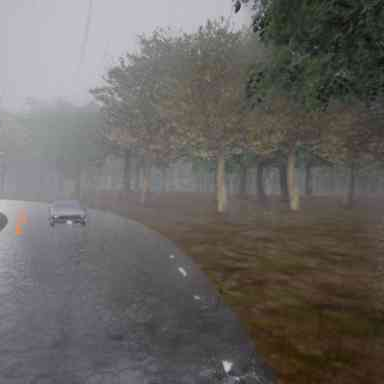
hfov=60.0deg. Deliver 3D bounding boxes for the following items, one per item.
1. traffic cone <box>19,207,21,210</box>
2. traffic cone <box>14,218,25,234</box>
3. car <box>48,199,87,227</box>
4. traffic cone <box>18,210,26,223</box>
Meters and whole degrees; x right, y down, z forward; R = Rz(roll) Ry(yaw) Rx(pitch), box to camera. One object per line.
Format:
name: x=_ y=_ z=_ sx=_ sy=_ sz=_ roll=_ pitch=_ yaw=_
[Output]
traffic cone: x=-12.301 y=1.375 z=23.796 sx=0.340 sy=0.580 sz=0.340 roll=0 pitch=2 yaw=-33
traffic cone: x=-8.039 y=1.632 z=15.381 sx=0.340 sy=0.580 sz=0.340 roll=0 pitch=2 yaw=-21
car: x=-7.443 y=1.118 z=19.615 sx=2.033 sy=1.411 sz=5.357 roll=0 pitch=2 yaw=-25
traffic cone: x=-9.956 y=1.503 z=19.697 sx=0.340 sy=0.580 sz=0.340 roll=0 pitch=2 yaw=-27
